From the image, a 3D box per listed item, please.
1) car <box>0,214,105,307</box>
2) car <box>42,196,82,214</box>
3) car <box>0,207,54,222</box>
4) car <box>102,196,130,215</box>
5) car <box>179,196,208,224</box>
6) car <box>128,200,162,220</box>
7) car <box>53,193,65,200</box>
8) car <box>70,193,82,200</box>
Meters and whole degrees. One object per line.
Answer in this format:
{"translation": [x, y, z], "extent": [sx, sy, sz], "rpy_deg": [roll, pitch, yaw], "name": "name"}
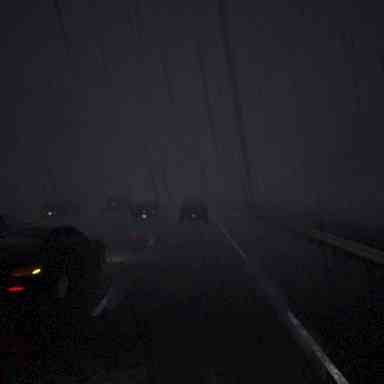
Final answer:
{"translation": [-3.393, 1.466, 7.682], "extent": [1.812, 1.442, 4.674], "rpy_deg": [0, 0, 0], "name": "car"}
{"translation": [-10.381, 1.300, 26.720], "extent": [1.837, 1.490, 4.892], "rpy_deg": [0, 0, 0], "name": "car"}
{"translation": [-6.890, 1.461, 11.203], "extent": [2.033, 1.411, 5.357], "rpy_deg": [0, 0, 0], "name": "car"}
{"translation": [-6.912, 1.112, 31.262], "extent": [2.097, 1.767, 4.553], "rpy_deg": [0, 0, 0], "name": "car"}
{"translation": [0.116, 1.298, 23.408], "extent": [1.882, 1.535, 5.008], "rpy_deg": [0, 0, 0], "name": "car"}
{"translation": [-3.381, 1.403, 25.799], "extent": [1.895, 1.301, 4.718], "rpy_deg": [0, 0, 0], "name": "car"}
{"translation": [-29.389, 0.959, 73.846], "extent": [1.812, 1.442, 4.674], "rpy_deg": [0, 0, -13], "name": "car"}
{"translation": [-25.942, 0.908, 74.443], "extent": [1.882, 1.535, 5.008], "rpy_deg": [0, 0, -12], "name": "car"}
